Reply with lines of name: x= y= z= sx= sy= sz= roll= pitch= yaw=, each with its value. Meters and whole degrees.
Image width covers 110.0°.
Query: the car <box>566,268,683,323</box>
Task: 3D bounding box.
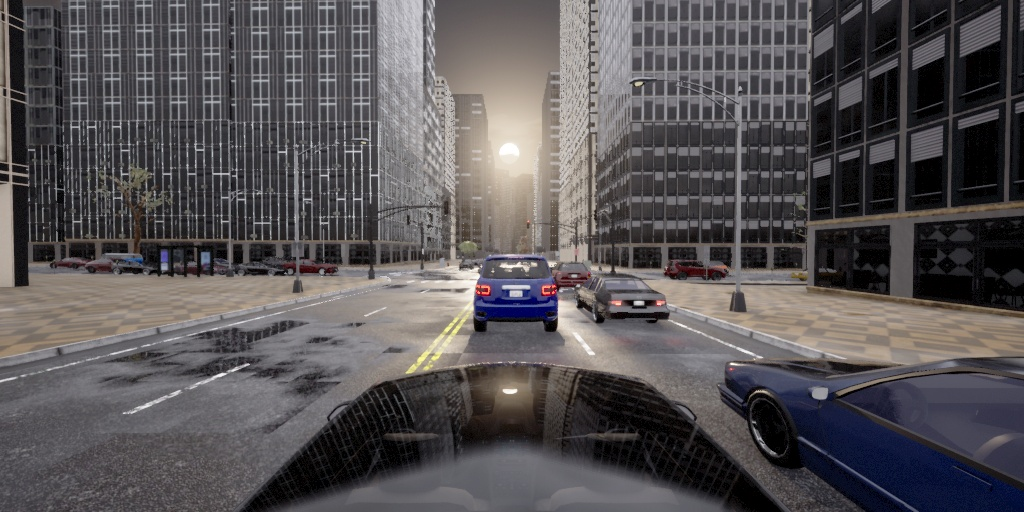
car: x=3.350 y=1.293 z=11.993 sx=2.033 sy=1.411 sz=5.357 roll=0 pitch=0 yaw=0

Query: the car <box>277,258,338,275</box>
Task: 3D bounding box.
car: x=-19.766 y=1.068 z=35.228 sx=5.008 sy=1.535 sz=1.882 roll=1 pitch=1 yaw=0

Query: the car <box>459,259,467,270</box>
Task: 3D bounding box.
car: x=-6.601 y=1.220 z=52.457 sx=1.837 sy=1.490 sz=4.892 roll=0 pitch=0 yaw=-1

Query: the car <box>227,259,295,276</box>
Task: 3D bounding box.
car: x=-22.732 y=1.173 z=32.580 sx=4.313 sy=1.339 sz=1.948 roll=0 pitch=0 yaw=1

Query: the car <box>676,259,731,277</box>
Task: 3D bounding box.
car: x=20.084 y=1.248 z=37.759 sx=4.553 sy=1.767 sz=2.097 roll=1 pitch=1 yaw=1

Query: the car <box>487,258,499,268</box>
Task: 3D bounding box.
car: x=-3.318 y=1.180 z=62.961 sx=1.882 sy=1.535 sz=5.008 roll=0 pitch=0 yaw=0

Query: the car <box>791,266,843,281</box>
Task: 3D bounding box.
car: x=27.641 y=1.578 z=31.854 sx=4.829 sy=1.417 sz=1.751 roll=0 pitch=0 yaw=1

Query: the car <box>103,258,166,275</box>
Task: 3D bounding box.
car: x=-34.097 y=1.069 z=32.887 sx=4.313 sy=1.339 sz=1.948 roll=0 pitch=0 yaw=1

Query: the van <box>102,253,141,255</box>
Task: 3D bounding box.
van: x=-45.288 y=0.604 z=41.548 sx=3.998 sy=1.789 sz=1.690 roll=0 pitch=0 yaw=1

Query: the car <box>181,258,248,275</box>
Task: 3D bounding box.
car: x=-29.269 y=0.995 z=35.422 sx=4.902 sy=1.511 sz=2.128 roll=1 pitch=1 yaw=1

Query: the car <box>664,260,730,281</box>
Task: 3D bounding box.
car: x=16.193 y=1.268 z=32.051 sx=5.009 sy=1.841 sz=2.192 roll=0 pitch=0 yaw=1

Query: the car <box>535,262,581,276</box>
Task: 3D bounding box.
car: x=4.811 y=1.361 z=38.017 sx=4.718 sy=1.301 sz=1.895 roll=1 pitch=1 yaw=1

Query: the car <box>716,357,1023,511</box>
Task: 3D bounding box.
car: x=3.350 y=1.297 z=1.813 sx=2.033 sy=1.411 sz=5.357 roll=0 pitch=0 yaw=1

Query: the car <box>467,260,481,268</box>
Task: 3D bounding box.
car: x=-6.570 y=1.304 z=62.760 sx=1.895 sy=1.301 sz=4.718 roll=0 pitch=0 yaw=0

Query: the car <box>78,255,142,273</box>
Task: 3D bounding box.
car: x=-39.540 y=0.936 z=35.636 sx=4.674 sy=1.442 sz=1.812 roll=1 pitch=1 yaw=1

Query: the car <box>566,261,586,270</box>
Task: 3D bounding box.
car: x=3.349 y=1.092 z=21.400 sx=2.097 sy=1.767 sz=4.553 roll=0 pitch=0 yaw=0

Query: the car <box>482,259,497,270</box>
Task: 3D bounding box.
car: x=-3.336 y=1.191 z=53.348 sx=1.882 sy=1.535 sz=5.008 roll=0 pitch=0 yaw=0

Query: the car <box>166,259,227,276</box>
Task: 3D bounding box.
car: x=-28.416 y=1.137 z=32.714 sx=4.207 sy=1.307 sz=1.802 roll=0 pitch=0 yaw=1

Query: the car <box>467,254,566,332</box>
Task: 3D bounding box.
car: x=0.097 y=0.967 z=10.990 sx=2.150 sy=2.045 sz=5.566 roll=0 pitch=0 yaw=0
